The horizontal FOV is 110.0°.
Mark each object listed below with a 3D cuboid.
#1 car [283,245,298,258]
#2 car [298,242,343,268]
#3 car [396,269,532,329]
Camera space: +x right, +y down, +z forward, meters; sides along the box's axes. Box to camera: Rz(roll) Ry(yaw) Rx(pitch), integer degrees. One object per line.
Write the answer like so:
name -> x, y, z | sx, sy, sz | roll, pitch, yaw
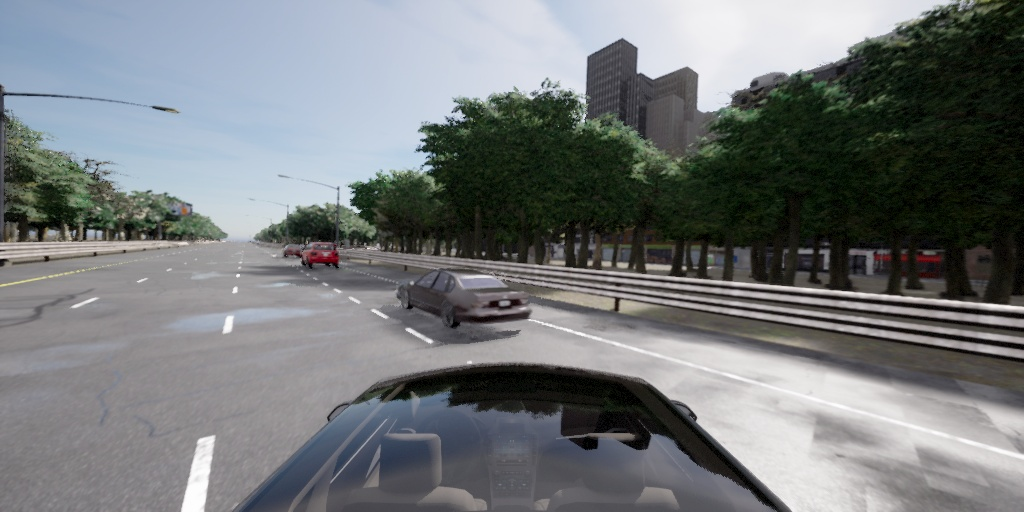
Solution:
car -> -28.957, -0.735, 47.391 | 2.097, 1.767, 4.553 | 1, 1, -35
car -> -15.924, -0.086, 29.751 | 2.150, 2.045, 5.566 | 1, 1, -37
car -> -1.667, 1.083, 10.545 | 2.033, 1.411, 5.357 | 1, 1, -37
